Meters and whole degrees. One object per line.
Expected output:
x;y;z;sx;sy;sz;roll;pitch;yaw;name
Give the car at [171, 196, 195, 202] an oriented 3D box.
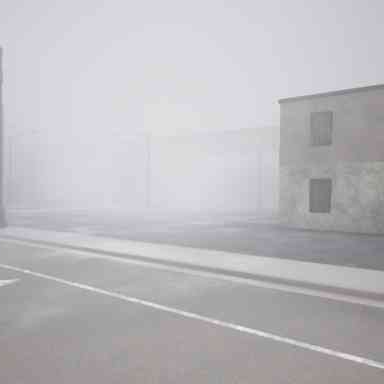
-1.859;1.457;66.897;4.718;1.301;1.895;1;1;-15;car
